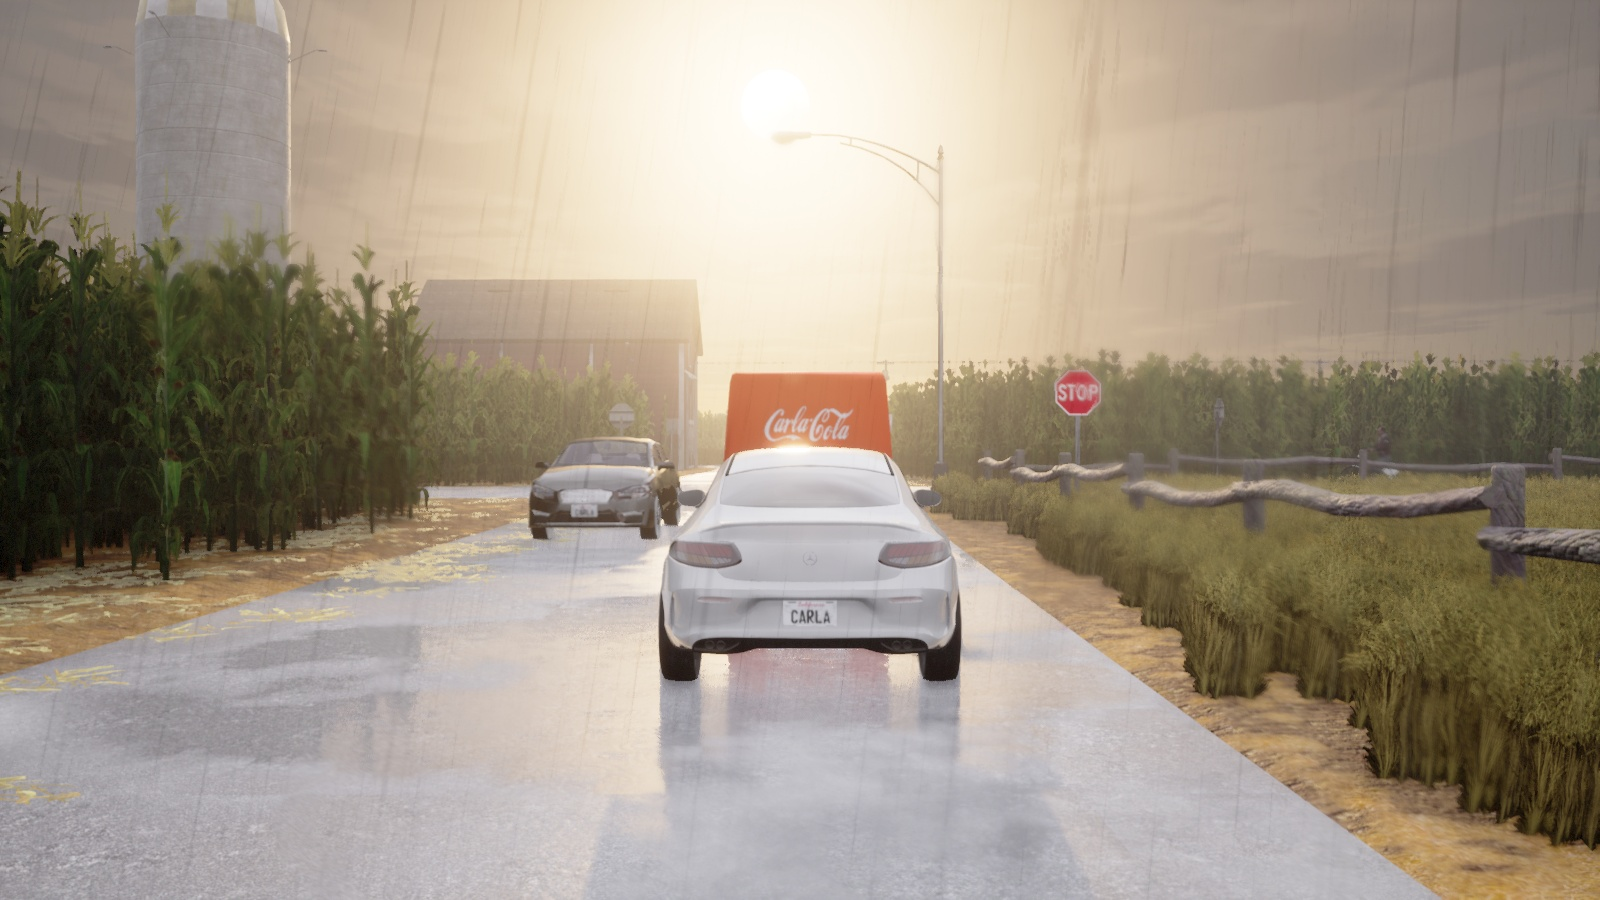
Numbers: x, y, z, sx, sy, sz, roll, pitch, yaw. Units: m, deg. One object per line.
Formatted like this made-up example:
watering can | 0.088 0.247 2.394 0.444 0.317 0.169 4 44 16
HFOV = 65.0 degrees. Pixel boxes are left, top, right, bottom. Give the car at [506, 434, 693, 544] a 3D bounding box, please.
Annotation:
car | -2.969 0.507 19.730 2.128 1.511 4.902 0 1 0

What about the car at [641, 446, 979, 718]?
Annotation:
car | 0.068 0.703 9.087 1.812 1.442 4.674 0 0 0

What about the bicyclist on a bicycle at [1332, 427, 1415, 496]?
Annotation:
bicyclist on a bicycle | 14.987 0.291 32.820 1.843 1.776 0.659 1 0 1

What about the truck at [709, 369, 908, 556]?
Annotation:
truck | 0.128 0.087 19.186 2.627 2.467 5.204 0 2 0
